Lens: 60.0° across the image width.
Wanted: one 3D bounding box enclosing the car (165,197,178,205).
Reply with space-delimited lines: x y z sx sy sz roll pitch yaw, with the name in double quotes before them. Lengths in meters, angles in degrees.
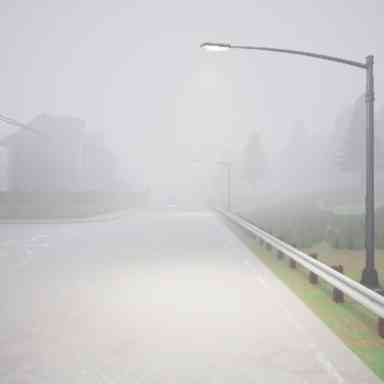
"car" -3.500 1.598 57.663 1.994 1.385 4.181 0 0 0
